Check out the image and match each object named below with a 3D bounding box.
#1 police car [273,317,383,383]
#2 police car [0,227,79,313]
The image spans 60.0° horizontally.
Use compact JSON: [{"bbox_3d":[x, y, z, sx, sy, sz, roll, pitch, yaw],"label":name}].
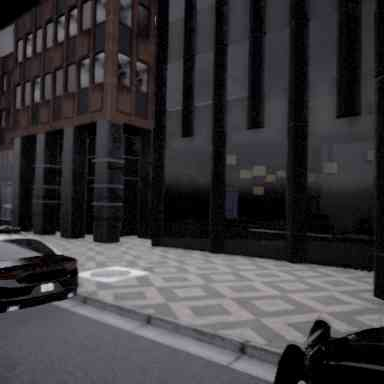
[{"bbox_3d":[3.100,1.539,1.929,5.238,1.638,1.930,-1,-3,37],"label":"police car"},{"bbox_3d":[-4.841,1.674,8.006,5.238,1.638,1.930,-1,-3,37],"label":"police car"}]
